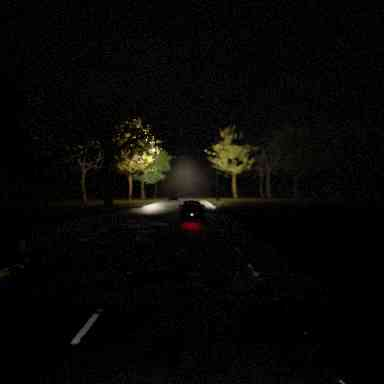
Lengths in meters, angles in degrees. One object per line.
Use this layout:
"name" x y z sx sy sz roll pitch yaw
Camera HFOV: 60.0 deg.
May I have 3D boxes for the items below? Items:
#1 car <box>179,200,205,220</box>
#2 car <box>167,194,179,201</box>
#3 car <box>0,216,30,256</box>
"car" 0.000 1.458 27.905 1.837 1.490 4.892 0 0 0
"car" -3.506 1.111 62.581 1.837 1.490 4.892 0 0 0
"car" -6.974 1.474 10.340 1.882 1.535 5.008 0 0 0
